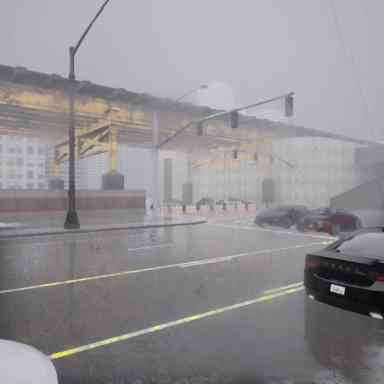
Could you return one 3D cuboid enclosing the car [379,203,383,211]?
[{"bbox_3d":[24.646,1.547,40.070,5.357,1.411,2.033,0,0,-37],"label":"car"}]

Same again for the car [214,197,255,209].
[{"bbox_3d":[5.565,1.452,43.717,4.974,1.542,2.038,0,0,-7],"label":"car"}]

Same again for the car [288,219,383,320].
[{"bbox_3d":[4.446,1.478,7.010,5.008,1.535,1.882,0,0,-36],"label":"car"}]

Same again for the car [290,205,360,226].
[{"bbox_3d":[7.598,1.564,18.338,4.181,1.385,1.994,0,0,-40],"label":"car"}]

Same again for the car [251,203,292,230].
[{"bbox_3d":[6.285,1.547,21.664,5.357,1.411,2.033,0,0,-44],"label":"car"}]

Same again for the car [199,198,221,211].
[{"bbox_3d":[1.685,1.453,39.925,2.038,1.542,4.974,0,0,18],"label":"car"}]

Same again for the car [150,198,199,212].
[{"bbox_3d":[-2.038,1.453,37.209,4.974,1.542,2.038,0,0,8],"label":"car"}]

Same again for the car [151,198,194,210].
[{"bbox_3d":[-2.089,1.295,37.216,4.536,1.218,1.853,0,0,8],"label":"car"}]

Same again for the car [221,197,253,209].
[{"bbox_3d":[5.513,1.295,43.710,4.536,1.218,1.853,0,0,-7],"label":"car"}]

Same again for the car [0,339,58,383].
[{"bbox_3d":[-3.081,1.526,1.541,4.674,1.442,1.812,0,0,-36],"label":"car"}]

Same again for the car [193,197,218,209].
[{"bbox_3d":[1.701,1.295,39.975,1.853,1.218,4.536,0,0,18],"label":"car"}]
